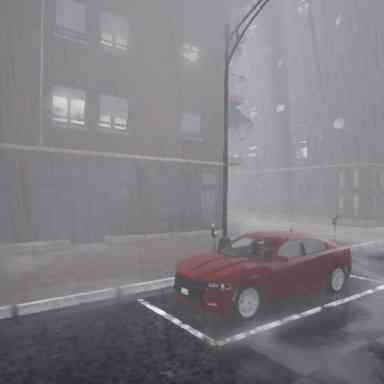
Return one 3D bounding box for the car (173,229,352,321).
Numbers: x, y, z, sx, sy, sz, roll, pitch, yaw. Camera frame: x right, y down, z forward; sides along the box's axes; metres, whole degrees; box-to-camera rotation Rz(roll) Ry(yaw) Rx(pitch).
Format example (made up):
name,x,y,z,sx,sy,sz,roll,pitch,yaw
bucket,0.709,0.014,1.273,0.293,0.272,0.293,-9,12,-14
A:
name,x,y,z,sx,sy,sz,roll,pitch,yaw
car,1.700,1.545,7.299,4.507,1.381,1.887,0,1,-35
